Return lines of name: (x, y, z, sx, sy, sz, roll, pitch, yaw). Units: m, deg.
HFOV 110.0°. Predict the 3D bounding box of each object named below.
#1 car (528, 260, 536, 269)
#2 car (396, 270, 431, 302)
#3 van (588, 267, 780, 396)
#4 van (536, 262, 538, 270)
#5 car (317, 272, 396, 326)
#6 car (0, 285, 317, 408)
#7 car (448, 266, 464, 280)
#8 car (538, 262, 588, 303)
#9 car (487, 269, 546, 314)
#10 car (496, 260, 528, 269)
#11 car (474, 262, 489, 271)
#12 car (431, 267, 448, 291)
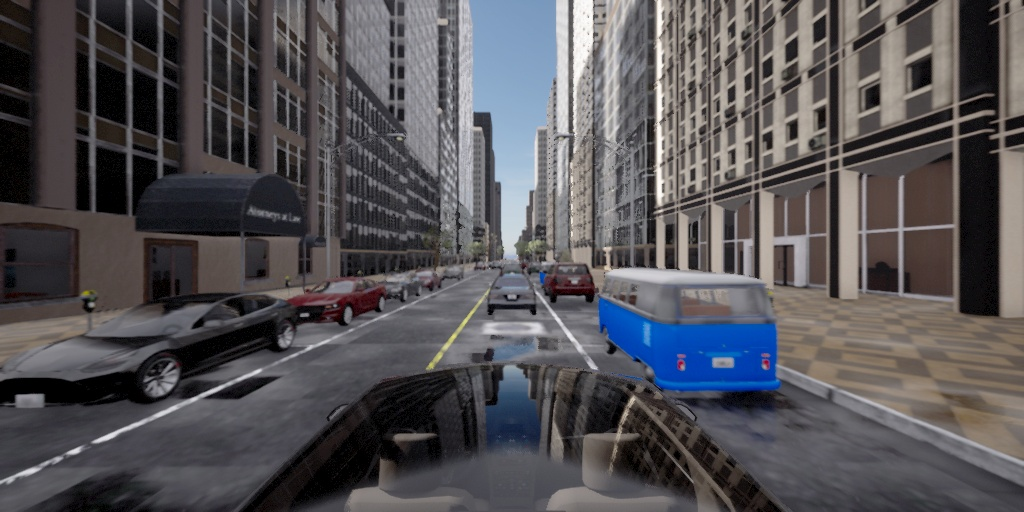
car: (3.145, 1.539, 46.631, 2.097, 1.767, 4.553, 0, -1, 0)
car: (-5.680, 1.457, 17.777, 2.007, 1.370, 4.403, 0, 0, 0)
van: (2.694, 1.137, 6.404, 1.690, 1.789, 3.998, 0, 0, 0)
van: (2.705, 1.302, 23.454, 1.690, 1.789, 3.998, 0, 0, 0)
car: (-5.683, 1.396, 12.093, 1.888, 1.381, 4.507, 0, 0, 0)
car: (-5.687, 1.362, 6.410, 1.948, 1.339, 4.313, 0, 0, 0)
car: (-5.668, 1.623, 34.827, 2.007, 1.370, 4.403, 0, 0, 0)
car: (2.701, 1.221, 17.771, 2.192, 1.841, 5.009, 0, 0, 0)
car: (0.018, 1.421, 14.380, 2.033, 1.411, 5.357, 0, -1, 1)
car: (0.039, 1.379, 30.263, 2.097, 1.767, 4.553, 0, -1, 0)
car: (-5.648, 1.787, 63.244, 1.967, 1.591, 4.097, 0, 0, 0)
car: (-5.676, 1.544, 23.460, 1.802, 1.307, 4.207, 0, 0, 0)
